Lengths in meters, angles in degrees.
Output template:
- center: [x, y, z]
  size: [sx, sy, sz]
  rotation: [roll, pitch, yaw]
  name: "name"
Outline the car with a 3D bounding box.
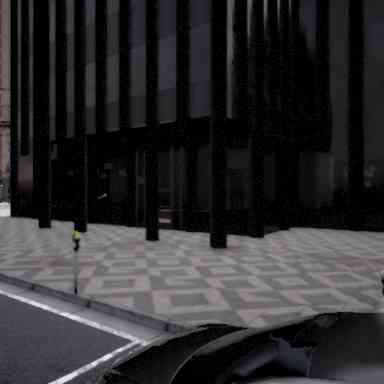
- center: [1.105, 1.567, 2.171]
  size: [4.313, 1.339, 1.947]
  rotation: [0, 0, 35]
  name: "car"
